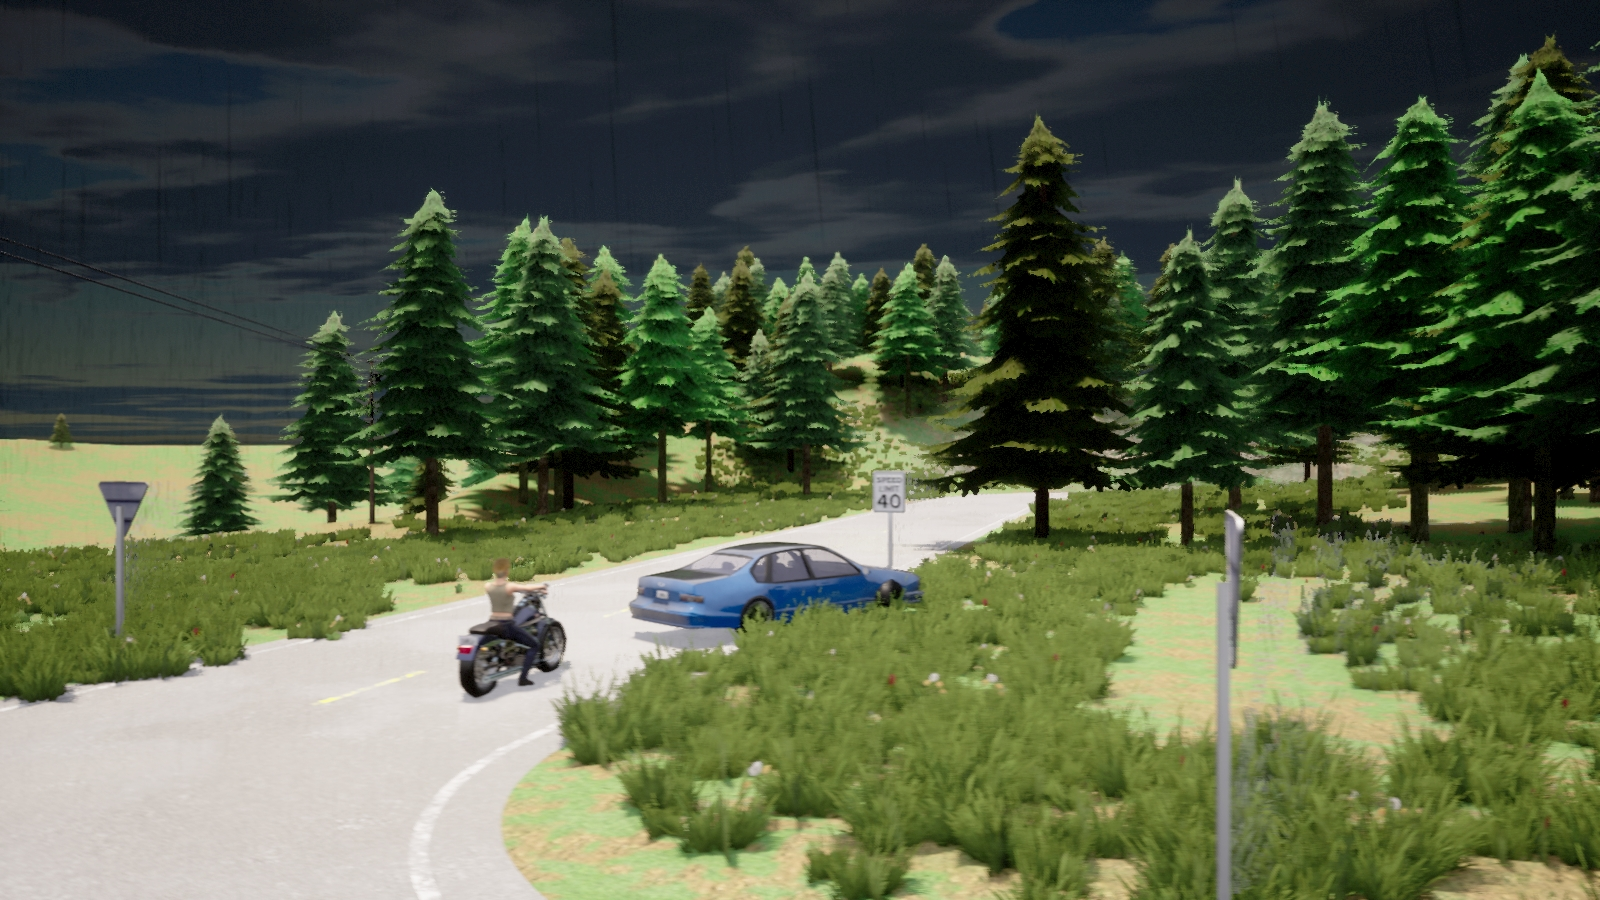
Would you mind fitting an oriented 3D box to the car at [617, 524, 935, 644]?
[{"bbox_3d":[-0.259,2.127,19.282,5.357,1.411,2.033,0,0,-42],"label":"car"}]
